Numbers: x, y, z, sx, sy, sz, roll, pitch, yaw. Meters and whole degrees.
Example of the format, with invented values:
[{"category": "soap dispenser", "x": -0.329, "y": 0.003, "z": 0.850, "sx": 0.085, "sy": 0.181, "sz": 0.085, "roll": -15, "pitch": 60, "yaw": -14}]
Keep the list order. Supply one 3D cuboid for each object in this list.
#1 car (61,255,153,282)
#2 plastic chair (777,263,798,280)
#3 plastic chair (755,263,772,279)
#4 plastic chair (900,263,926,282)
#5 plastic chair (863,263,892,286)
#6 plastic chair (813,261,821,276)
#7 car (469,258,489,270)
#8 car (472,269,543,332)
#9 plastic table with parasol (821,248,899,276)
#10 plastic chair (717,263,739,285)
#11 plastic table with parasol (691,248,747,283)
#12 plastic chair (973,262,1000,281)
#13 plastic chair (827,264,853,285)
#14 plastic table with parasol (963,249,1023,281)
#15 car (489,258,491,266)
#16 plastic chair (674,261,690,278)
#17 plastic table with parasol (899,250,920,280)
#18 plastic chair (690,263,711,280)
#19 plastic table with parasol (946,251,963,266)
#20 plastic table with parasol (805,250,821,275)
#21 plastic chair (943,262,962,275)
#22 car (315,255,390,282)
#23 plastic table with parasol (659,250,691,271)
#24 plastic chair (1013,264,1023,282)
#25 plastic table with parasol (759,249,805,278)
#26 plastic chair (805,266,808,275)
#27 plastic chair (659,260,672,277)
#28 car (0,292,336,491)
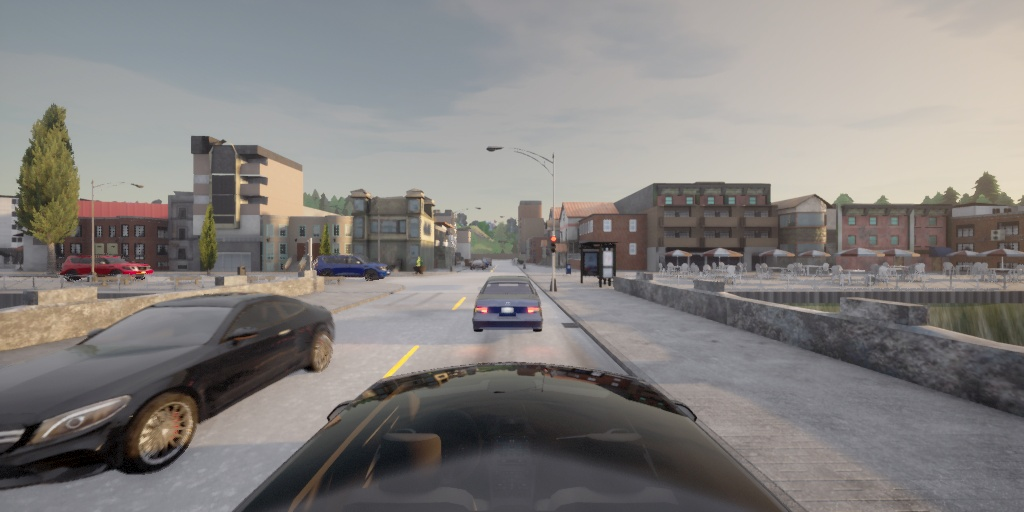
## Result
[{"category": "car", "x": -31.879, "y": 0.973, "z": 28.297, "sx": 5.566, "sy": 2.045, "sz": 2.150, "roll": 0, "pitch": 0, "yaw": -1}, {"category": "plastic chair", "x": 22.348, "y": 1.279, "z": 29.085, "sx": 0.750, "sy": 1.272, "sz": 0.730, "roll": 0, "pitch": 0, "yaw": -1}, {"category": "plastic chair", "x": 21.227, "y": 1.279, "z": 30.468, "sx": 0.730, "sy": 1.272, "sz": 0.750, "roll": 0, "pitch": 0, "yaw": -1}, {"category": "plastic chair", "x": 30.082, "y": 1.279, "z": 26.903, "sx": 0.750, "sy": 1.272, "sz": 0.730, "roll": 0, "pitch": 0, "yaw": -1}, {"category": "plastic chair", "x": 23.343, "y": 1.279, "z": 22.899, "sx": 0.750, "sy": 1.272, "sz": 0.730, "roll": 0, "pitch": 0, "yaw": -1}, {"category": "plastic chair", "x": 29.375, "y": 1.279, "z": 33.893, "sx": 0.750, "sy": 1.272, "sz": 0.730, "roll": 0, "pitch": 0, "yaw": -1}, {"category": "car", "x": -4.912, "y": 1.276, "z": 52.433, "sx": 1.812, "sy": 1.442, "sz": 4.674, "roll": 0, "pitch": 0, "yaw": 1}, {"category": "car", "x": -0.113, "y": 1.297, "z": 10.810, "sx": 2.033, "sy": 1.411, "sz": 5.357, "roll": 0, "pitch": 0, "yaw": 0}, {"category": "plastic table with parasol", "x": 23.422, "y": 0.675, "z": 24.251, "sx": 2.482, "sy": 2.480, "sz": 2.482, "roll": 0, "pitch": 0, "yaw": -1}, {"category": "plastic chair", "x": 14.621, "y": 1.279, "z": 24.266, "sx": 0.750, "sy": 1.272, "sz": 0.730, "roll": 0, "pitch": 0, "yaw": -1}, {"category": "plastic table with parasol", "x": 14.772, "y": 0.675, "z": 25.528, "sx": 2.482, "sy": 2.480, "sz": 2.482, "roll": 0, "pitch": 0, "yaw": -1}, {"category": "plastic chair", "x": 36.238, "y": 1.279, "z": 27.395, "sx": 0.730, "sy": 1.272, "sz": 0.750, "roll": 0, "pitch": 0, "yaw": -1}, {"category": "plastic chair", "x": 22.222, "y": 1.279, "z": 24.282, "sx": 0.730, "sy": 1.272, "sz": 0.750, "roll": 0, "pitch": 0, "yaw": -1}, {"category": "plastic table with parasol", "x": 37.367, "y": 0.675, "z": 27.325, "sx": 2.482, "sy": 2.480, "sz": 2.482, "roll": 0, "pitch": 0, "yaw": -1}, {"category": "car", "x": -5.033, "y": 1.228, "z": 61.671, "sx": 1.882, "sy": 1.535, "sz": 5.008, "roll": 0, "pitch": 0, "yaw": -1}, {"category": "plastic chair", "x": 15.301, "y": 1.279, "z": 32.077, "sx": 0.750, "sy": 1.272, "sz": 0.730, "roll": 0, "pitch": 0, "yaw": -1}, {"category": "plastic table with parasol", "x": 30.073, "y": 0.675, "z": 28.183, "sx": 2.482, "sy": 2.480, "sz": 2.482, "roll": 0, "pitch": 0, "yaw": -1}, {"category": "plastic chair", "x": 13.500, "y": 1.279, "z": 25.649, "sx": 0.730, "sy": 1.272, "sz": 0.750, "roll": 0, "pitch": 0, "yaw": -1}, {"category": "plastic table with parasol", "x": 46.137, "y": 0.675, "z": 36.530, "sx": 2.482, "sy": 2.480, "sz": 2.482, "roll": 0, "pitch": 0, "yaw": -1}, {"category": "plastic table with parasol", "x": 29.684, "y": 0.675, "z": 35.268, "sx": 2.482, "sy": 2.480, "sz": 2.482, "roll": 0, "pitch": 0, "yaw": -1}, {"category": "plastic chair", "x": 44.935, "y": 1.279, "z": 36.632, "sx": 0.730, "sy": 1.272, "sz": 0.750, "roll": 0, "pitch": 0, "yaw": -1}, {"category": "car", "x": -12.749, "y": 0.971, "z": 28.705, "sx": 5.566, "sy": 2.045, "sz": 2.150, "roll": 0, "pitch": 0, "yaw": -3}, {"category": "plastic table with parasol", "x": 15.402, "y": 0.675, "z": 33.359, "sx": 2.482, "sy": 2.480, "sz": 2.482, "roll": 0, "pitch": 0, "yaw": -1}, {"category": "plastic chair", "x": 37.397, "y": 1.279, "z": 26.015, "sx": 0.750, "sy": 1.272, "sz": 0.730, "roll": 0, "pitch": 0, "yaw": -1}, {"category": "plastic table with parasol", "x": 22.427, "y": 0.675, "z": 30.436, "sx": 2.482, "sy": 2.480, "sz": 2.482, "roll": 0, "pitch": 0, "yaw": -1}, {"category": "plastic chair", "x": 28.254, "y": 1.279, "z": 35.276, "sx": 0.730, "sy": 1.272, "sz": 0.750, "roll": 0, "pitch": 0, "yaw": -1}, {"category": "plastic chair", "x": 14.180, "y": 1.279, "z": 33.460, "sx": 0.730, "sy": 1.272, "sz": 0.750, "roll": 0, "pitch": 0, "yaw": -1}, {"category": "car", "x": -4.161, "y": 1.276, "z": 4.916, "sx": 1.812, "sy": 1.442, "sz": 4.674, "roll": 0, "pitch": 0, "yaw": -1}]
